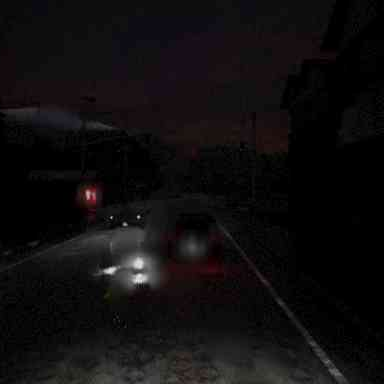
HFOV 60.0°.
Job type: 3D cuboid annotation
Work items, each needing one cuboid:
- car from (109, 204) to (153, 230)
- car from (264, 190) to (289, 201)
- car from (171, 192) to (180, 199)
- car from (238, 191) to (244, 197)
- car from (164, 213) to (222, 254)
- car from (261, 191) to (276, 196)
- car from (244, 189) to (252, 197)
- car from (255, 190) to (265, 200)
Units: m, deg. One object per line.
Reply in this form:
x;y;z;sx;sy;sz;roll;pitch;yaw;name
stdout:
-3.537;1.396;19.826;1.895;1.301;4.718;0;1;0;car
14.492;0.684;54.846;3.806;1.475;1.970;0;1;0;car
-3.496;0.759;72.282;1.837;1.490;4.892;0;1;0;car
13.755;0.323;76.961;4.605;1.855;1.932;0;1;0;car
0.040;1.468;12.829;1.895;1.301;4.718;0;1;1;car
21.313;0.450;92.567;3.806;1.475;1.970;0;1;0;car
14.168;0.332;74.055;3.866;1.878;1.905;0;1;0;car
14.169;0.540;61.262;5.027;1.636;2.152;0;1;0;car
